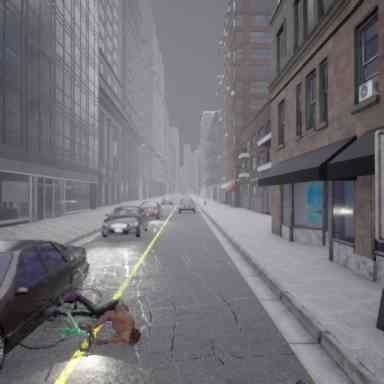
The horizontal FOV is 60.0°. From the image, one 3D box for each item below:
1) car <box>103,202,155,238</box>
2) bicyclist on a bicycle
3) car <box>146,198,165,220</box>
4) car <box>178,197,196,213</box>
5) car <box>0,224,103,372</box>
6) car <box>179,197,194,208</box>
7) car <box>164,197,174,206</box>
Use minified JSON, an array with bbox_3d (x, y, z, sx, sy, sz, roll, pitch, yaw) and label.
[{"bbox_3d":[-3.401,1.493,17.626,2.128,1.511,4.902,0,0,-1],"label":"car"},{"bbox_3d":[-1.516,1.946,5.053,1.620,0.582,1.656,7,13,12],"label":"bicyclist on a bicycle"},{"bbox_3d":[-3.566,1.526,28.179,1.812,1.442,4.674,0,0,-1],"label":"car"},{"bbox_3d":[-0.562,1.547,37.195,2.033,1.411,5.357,0,0,-1],"label":"car"},{"bbox_3d":[-3.212,1.546,5.435,2.033,1.411,5.357,0,0,-1],"label":"car"},{"bbox_3d":[-0.776,1.494,48.587,2.128,1.511,4.902,0,0,-1],"label":"car"},{"bbox_3d":[-4.094,1.531,55.484,1.812,1.442,4.674,0,0,-1],"label":"car"}]
